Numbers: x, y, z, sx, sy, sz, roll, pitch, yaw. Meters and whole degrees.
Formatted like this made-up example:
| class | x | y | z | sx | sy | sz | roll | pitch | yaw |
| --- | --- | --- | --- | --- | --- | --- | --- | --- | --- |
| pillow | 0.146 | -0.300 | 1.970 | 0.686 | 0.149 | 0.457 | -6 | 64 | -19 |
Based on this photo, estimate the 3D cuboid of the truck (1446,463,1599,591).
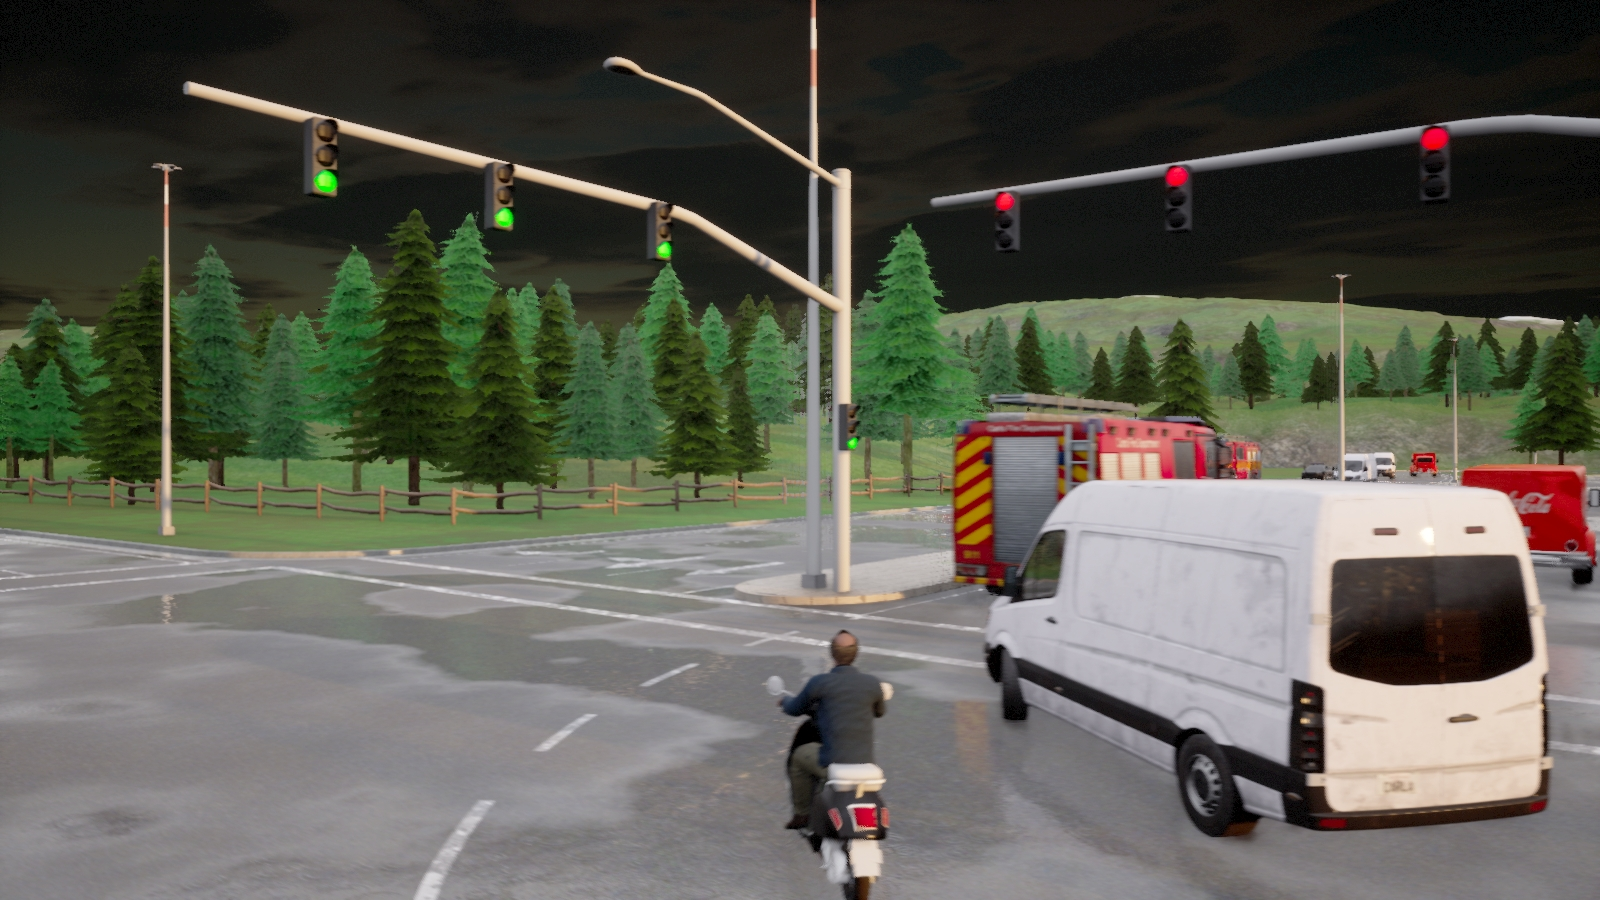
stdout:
| class | x | y | z | sx | sy | sz | roll | pitch | yaw |
| --- | --- | --- | --- | --- | --- | --- | --- | --- | --- |
| truck | 16.421 | 1.573 | 25.732 | 2.627 | 2.467 | 5.204 | 0 | 0 | 37 |

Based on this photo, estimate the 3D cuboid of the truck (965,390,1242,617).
| class | x | y | z | sx | sy | sz | roll | pitch | yaw |
| --- | --- | --- | --- | --- | --- | --- | --- | --- | --- |
| truck | 6.587 | 0.894 | 23.572 | 2.891 | 3.827 | 8.468 | 0 | 0 | 34 |

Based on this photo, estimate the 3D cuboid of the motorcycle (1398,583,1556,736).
| class | x | y | z | sx | sy | sz | roll | pitch | yaw |
| --- | --- | --- | --- | --- | --- | --- | --- | --- | --- |
| motorcycle | 7.227 | 2.187 | 12.329 | 0.803 | 1.199 | 2.033 | 5 | 1 | 13 |

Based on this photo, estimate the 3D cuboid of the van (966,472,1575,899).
| class | x | y | z | sx | sy | sz | roll | pitch | yaw |
| --- | --- | --- | --- | --- | --- | --- | --- | --- | --- |
| van | 3.508 | 1.536 | 10.242 | 1.988 | 2.561 | 5.915 | 0 | 0 | -13 |

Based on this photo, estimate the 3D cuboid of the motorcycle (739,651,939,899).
| class | x | y | z | sx | sy | sz | roll | pitch | yaw |
| --- | --- | --- | --- | --- | --- | --- | --- | --- | --- |
| motorcycle | 0.191 | 2.144 | 7.569 | 0.856 | 1.316 | 1.805 | 3 | -1 | -12 |
